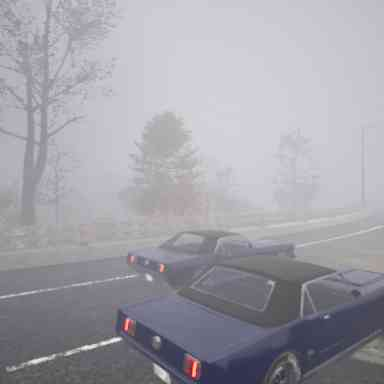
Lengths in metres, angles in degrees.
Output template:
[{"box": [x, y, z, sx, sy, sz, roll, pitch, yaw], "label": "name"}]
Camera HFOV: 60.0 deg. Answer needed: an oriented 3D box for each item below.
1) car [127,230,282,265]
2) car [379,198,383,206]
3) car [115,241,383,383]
[{"box": [0.768, 1.675, 8.967, 4.718, 1.301, 1.895, 0, -1, -38], "label": "car"}, {"box": [36.208, 1.829, 61.565, 2.128, 1.511, 4.902, 0, 0, 14], "label": "car"}, {"box": [1.430, 1.642, 4.907, 4.718, 1.301, 1.895, 0, -1, -38], "label": "car"}]
